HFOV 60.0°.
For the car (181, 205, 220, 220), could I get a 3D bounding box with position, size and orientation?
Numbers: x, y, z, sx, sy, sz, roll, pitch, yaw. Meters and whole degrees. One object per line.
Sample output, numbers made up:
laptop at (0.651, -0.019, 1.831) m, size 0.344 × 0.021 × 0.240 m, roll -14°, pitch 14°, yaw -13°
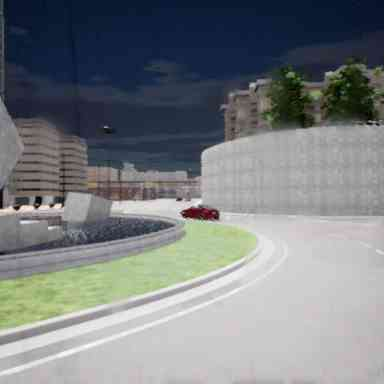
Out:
car at (0.753, 1.917, 31.902) m, size 1.994 × 1.385 × 4.181 m, roll 0°, pitch -1°, yaw -38°
